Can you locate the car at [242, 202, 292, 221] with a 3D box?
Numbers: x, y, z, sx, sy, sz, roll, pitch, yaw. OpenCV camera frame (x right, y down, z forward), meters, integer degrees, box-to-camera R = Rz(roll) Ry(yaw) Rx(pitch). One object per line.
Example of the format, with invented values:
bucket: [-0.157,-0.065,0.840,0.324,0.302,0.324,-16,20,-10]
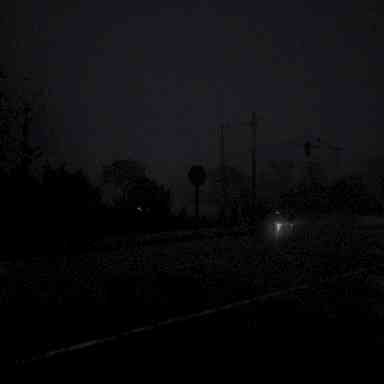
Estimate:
car: [6.005,1.536,27.217,1.812,1.442,4.674,0,0,-32]
